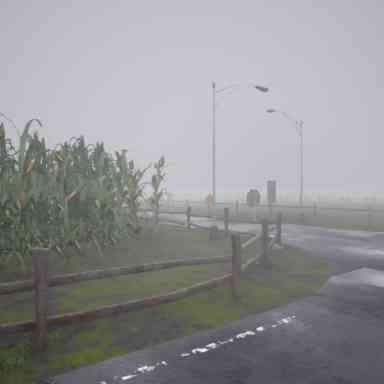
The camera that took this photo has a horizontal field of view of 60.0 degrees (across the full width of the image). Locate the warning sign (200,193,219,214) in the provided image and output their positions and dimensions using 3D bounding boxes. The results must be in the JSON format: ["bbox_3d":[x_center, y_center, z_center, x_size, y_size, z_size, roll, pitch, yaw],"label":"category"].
[{"bbox_3d":[1.613,1.014,30.377,1.300,1.860,1.060,-1,0,-36],"label":"warning sign"}]
